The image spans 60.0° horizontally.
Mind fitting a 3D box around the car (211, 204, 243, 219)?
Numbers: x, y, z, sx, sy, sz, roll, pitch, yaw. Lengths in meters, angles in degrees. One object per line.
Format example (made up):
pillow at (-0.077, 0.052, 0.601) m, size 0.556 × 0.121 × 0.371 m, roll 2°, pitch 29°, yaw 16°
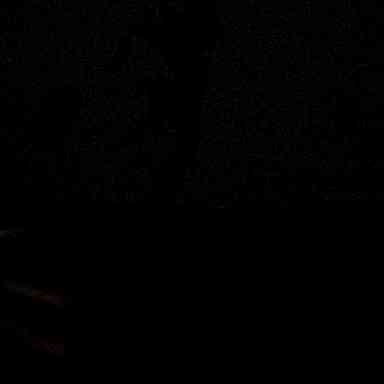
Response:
car at (3.835, 2.047, 36.545) m, size 1.882 × 1.535 × 5.008 m, roll -1°, pitch -1°, yaw 35°
